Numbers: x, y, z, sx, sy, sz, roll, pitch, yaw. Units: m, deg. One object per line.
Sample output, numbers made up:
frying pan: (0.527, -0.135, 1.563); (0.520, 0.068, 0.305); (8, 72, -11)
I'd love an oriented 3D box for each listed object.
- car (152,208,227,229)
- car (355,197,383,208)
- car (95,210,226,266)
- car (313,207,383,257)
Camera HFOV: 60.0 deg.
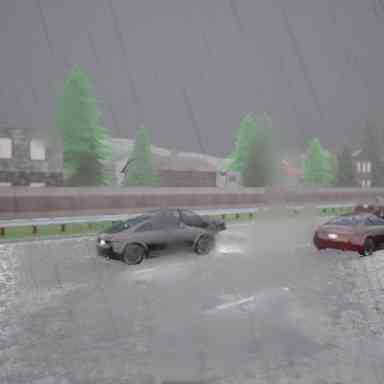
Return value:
car: (-0.831, 1.493, 16.049); (5.357, 1.411, 2.033); (0, 0, -35)
car: (15.589, 1.168, 27.759); (4.553, 1.767, 2.097); (0, 0, -35)
car: (-1.146, 1.528, 11.531); (4.181, 1.385, 1.994); (0, 0, -35)
car: (6.519, 1.483, 12.695); (4.181, 1.385, 1.994); (0, 0, -35)
